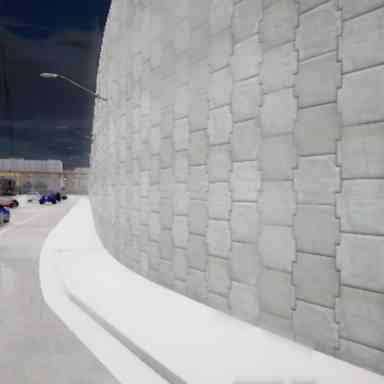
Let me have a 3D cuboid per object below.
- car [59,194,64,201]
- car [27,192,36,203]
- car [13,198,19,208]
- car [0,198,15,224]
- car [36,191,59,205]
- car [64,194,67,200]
[{"bbox_3d":[-27.164,0.871,65.499,2.150,2.045,5.566,1,0,-18],"label":"car"},{"bbox_3d":[-30.637,1.003,64.870,2.150,2.045,5.566,1,0,-18],"label":"car"},{"bbox_3d":[-23.389,1.385,42.255,1.994,1.385,4.181,1,0,-18],"label":"car"},{"bbox_3d":[-12.883,1.378,20.979,1.882,1.535,5.008,1,0,-19],"label":"car"},{"bbox_3d":[-24.037,1.055,55.594,2.150,2.045,5.566,1,0,-18],"label":"car"},{"bbox_3d":[-32.353,1.337,81.907,1.994,1.385,4.181,1,0,-18],"label":"car"}]
